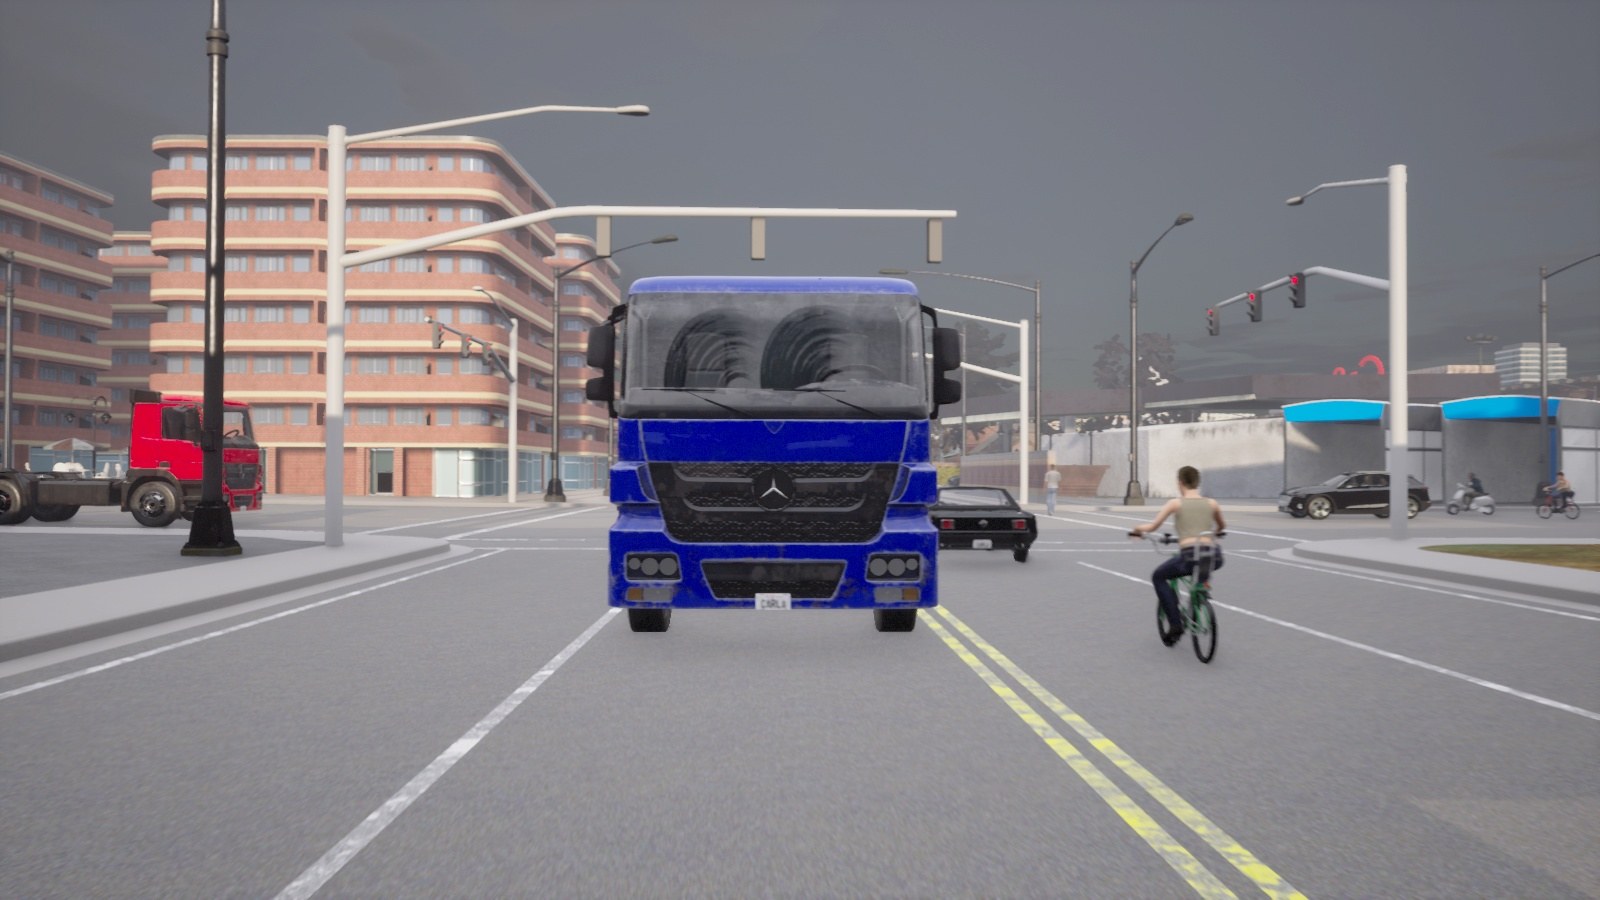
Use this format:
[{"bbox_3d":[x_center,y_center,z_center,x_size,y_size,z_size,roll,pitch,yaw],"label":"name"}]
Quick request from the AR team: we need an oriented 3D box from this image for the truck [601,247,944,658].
[{"bbox_3d":[-0.324,0.079,14.596,2.891,3.462,7.936,0,-1,-1],"label":"truck"}]

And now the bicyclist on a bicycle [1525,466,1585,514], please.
[{"bbox_3d":[25.669,1.338,42.704,1.509,1.612,0.866,0,-1,-3],"label":"bicyclist on a bicycle"}]

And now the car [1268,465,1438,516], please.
[{"bbox_3d":[18.663,1.364,42.565,4.856,1.649,2.033,0,-1,0],"label":"car"}]

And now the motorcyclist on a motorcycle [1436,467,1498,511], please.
[{"bbox_3d":[24.502,1.419,46.164,1.817,1.590,0.866,0,-1,-2],"label":"motorcyclist on a motorcycle"}]

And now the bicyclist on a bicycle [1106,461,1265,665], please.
[{"bbox_3d":[3.260,0.915,10.771,0.866,1.612,1.509,0,-1,-1],"label":"bicyclist on a bicycle"}]

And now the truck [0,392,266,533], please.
[{"bbox_3d":[-18.470,0.337,32.623,7.936,3.462,2.891,0,-1,-1],"label":"truck"}]

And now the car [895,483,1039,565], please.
[{"bbox_3d":[2.962,1.290,23.282,1.895,1.301,4.718,0,-1,-2],"label":"car"}]

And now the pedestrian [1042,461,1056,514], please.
[{"bbox_3d":[8.686,1.288,43.800,0.354,1.836,0.706,0,-1,1],"label":"pedestrian"}]
